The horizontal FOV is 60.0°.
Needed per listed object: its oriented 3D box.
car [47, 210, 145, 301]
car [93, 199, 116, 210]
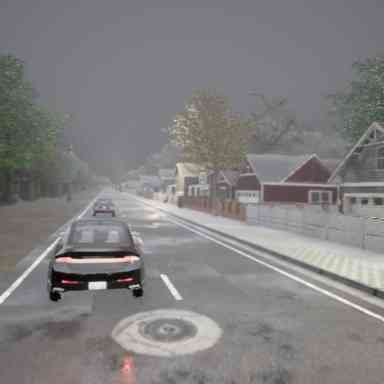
[{"bbox_3d":[-2.276,1.431,8.250,2.128,1.511,4.902,2,0,-14],"label":"car"},{"bbox_3d":[-7.747,1.317,29.456,2.033,1.411,5.357,2,0,-14],"label":"car"}]
